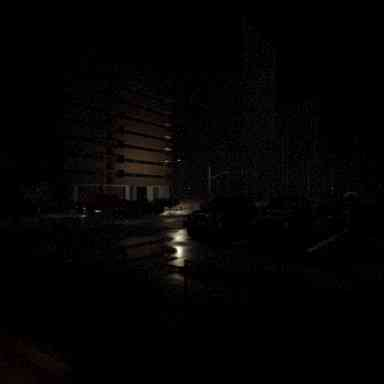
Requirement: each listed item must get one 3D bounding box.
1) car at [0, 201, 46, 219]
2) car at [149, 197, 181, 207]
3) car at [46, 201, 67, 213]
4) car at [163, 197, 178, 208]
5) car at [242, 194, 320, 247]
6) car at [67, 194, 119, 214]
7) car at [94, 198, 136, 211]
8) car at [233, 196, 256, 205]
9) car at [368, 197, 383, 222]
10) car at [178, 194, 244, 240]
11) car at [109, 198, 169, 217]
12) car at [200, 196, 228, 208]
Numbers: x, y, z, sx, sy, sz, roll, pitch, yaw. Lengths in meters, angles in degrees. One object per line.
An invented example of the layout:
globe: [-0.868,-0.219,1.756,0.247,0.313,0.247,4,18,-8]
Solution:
car: [-15.356,1.563,28.689,1.994,1.385,4.181,0,0,34]
car: [-4.045,1.546,51.702,2.033,1.411,5.357,0,0,35]
car: [-15.267,1.600,35.092,1.895,1.301,4.718,0,0,34]
car: [-4.428,1.547,44.917,2.033,1.411,5.357,0,0,34]
car: [3.950,1.156,14.313,1.905,1.878,3.866,0,0,34]
car: [-10.244,1.221,36.285,2.150,2.045,5.566,0,0,34]
car: [-9.885,1.546,43.091,2.033,1.411,5.357,0,0,34]
car: [9.239,1.491,58.628,2.128,1.511,4.902,0,0,34]
car: [15.988,1.395,27.256,1.970,1.475,3.806,0,0,34]
car: [1.585,1.153,15.981,1.932,1.855,4.605,0,0,34]
car: [-4.844,1.547,31.420,2.033,1.411,5.357,0,0,34]
car: [3.307,1.477,49.812,1.882,1.535,5.008,0,0,34]
